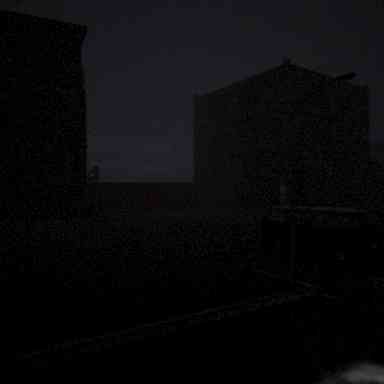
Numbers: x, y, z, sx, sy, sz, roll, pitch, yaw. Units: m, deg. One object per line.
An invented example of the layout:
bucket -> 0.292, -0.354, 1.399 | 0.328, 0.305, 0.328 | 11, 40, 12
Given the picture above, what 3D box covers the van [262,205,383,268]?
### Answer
van -> 4.608, 1.516, 12.433 | 1.878, 1.987, 4.442 | 3, -2, -35
